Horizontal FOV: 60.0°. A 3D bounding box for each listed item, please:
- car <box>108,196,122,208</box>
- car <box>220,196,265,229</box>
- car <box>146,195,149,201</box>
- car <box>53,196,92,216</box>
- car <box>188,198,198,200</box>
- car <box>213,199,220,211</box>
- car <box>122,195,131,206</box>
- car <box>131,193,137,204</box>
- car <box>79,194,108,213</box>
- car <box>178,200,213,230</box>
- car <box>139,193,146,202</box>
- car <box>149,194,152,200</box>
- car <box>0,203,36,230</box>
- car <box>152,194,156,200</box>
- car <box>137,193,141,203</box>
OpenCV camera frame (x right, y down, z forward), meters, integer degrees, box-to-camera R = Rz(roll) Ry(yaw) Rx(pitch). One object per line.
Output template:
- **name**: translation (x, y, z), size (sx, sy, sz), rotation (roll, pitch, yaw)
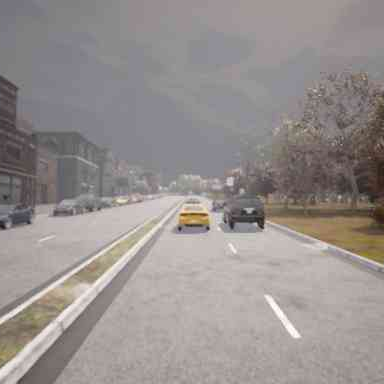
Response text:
- **car**: translation (-11.893, 1.478, 47.133), size (2.231, 1.521, 4.892), rotation (0, 0, 1)
- **car**: translation (3.361, 1.249, 22.195), size (2.150, 2.045, 5.566), rotation (0, 0, 0)
- **car**: translation (-11.950, 1.517, 76.421), size (2.231, 1.521, 4.892), rotation (0, 0, 0)
- **car**: translation (-11.780, 1.458, 32.222), size (2.231, 1.521, 4.892), rotation (0, 0, 0)
- **car**: translation (0.124, 1.549, 40.085), size (1.837, 1.490, 4.892), rotation (0, 0, 0)
- **car**: translation (3.374, 1.595, 40.720), size (2.033, 1.411, 5.357), rotation (0, 0, 0)
- **car**: translation (-11.863, 1.483, 54.005), size (1.946, 1.575, 5.366), rotation (0, 0, 0)
- **car**: translation (-11.885, 1.368, 59.747), size (2.185, 1.767, 4.553), rotation (0, 0, 0)
- **car**: translation (-11.801, 1.213, 37.713), size (2.435, 2.045, 5.566), rotation (0, 0, 0)
- **car**: translation (0.113, 1.502, 21.436), size (1.882, 1.535, 5.008), rotation (0, 0, 0)
- **car**: translation (-11.927, 1.257, 70.738), size (2.435, 2.045, 5.566), rotation (0, 0, 0)
- **car**: translation (-11.969, 1.524, 81.948), size (2.231, 1.521, 4.892), rotation (0, 0, 0)
- **car**: translation (-11.742, 1.471, 21.134), size (2.163, 1.488, 4.792), rotation (0, 0, 0)
- **car**: translation (-12.011, 1.535, 92.805), size (1.946, 1.575, 5.366), rotation (0, 0, 0)
- **car**: translation (-11.905, 1.498, 65.055), size (1.946, 1.575, 5.366), rotation (0, 0, 0)
